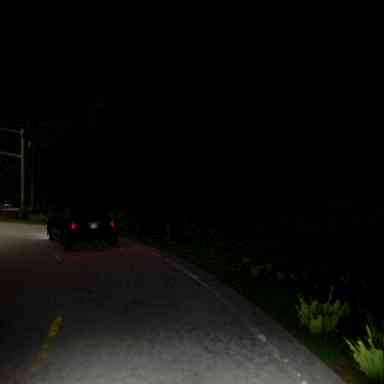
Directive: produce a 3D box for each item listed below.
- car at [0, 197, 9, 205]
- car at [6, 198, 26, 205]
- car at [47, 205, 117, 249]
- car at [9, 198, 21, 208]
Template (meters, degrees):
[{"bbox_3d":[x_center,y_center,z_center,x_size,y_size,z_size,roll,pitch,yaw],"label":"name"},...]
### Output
[{"bbox_3d":[-36.134,1.687,61.764,4.892,1.490,1.837,0,0,44],"label":"car"},{"bbox_3d":[-34.355,1.774,64.904,4.718,1.301,1.895,0,0,42],"label":"car"},{"bbox_3d":[-5.069,1.385,15.034,2.097,1.767,4.553,0,0,-33],"label":"car"},{"bbox_3d":[-25.948,1.677,49.966,2.033,1.411,5.357,0,0,-28],"label":"car"}]
